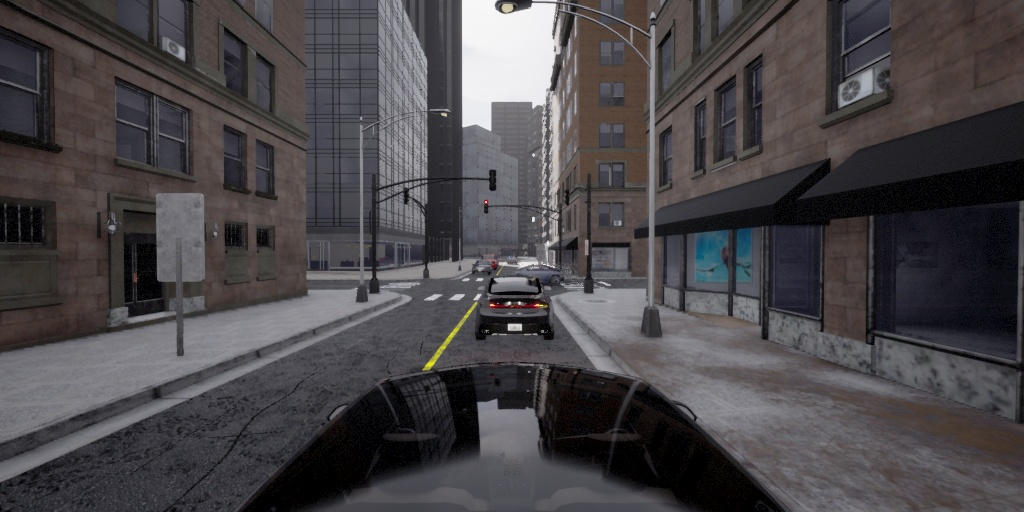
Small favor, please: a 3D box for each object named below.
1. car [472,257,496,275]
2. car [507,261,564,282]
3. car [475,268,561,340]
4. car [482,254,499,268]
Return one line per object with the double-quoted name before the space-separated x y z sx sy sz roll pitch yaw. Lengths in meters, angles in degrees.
"car" -3.124 1.162 37.952 2.128 1.511 4.902 0 0 0
"car" 1.515 1.282 25.119 4.181 1.385 1.994 -1 1 0
"car" 0.073 1.252 9.961 1.837 1.490 4.892 0 0 0
"car" -3.138 0.808 48.256 2.150 2.045 5.566 0 1 0
